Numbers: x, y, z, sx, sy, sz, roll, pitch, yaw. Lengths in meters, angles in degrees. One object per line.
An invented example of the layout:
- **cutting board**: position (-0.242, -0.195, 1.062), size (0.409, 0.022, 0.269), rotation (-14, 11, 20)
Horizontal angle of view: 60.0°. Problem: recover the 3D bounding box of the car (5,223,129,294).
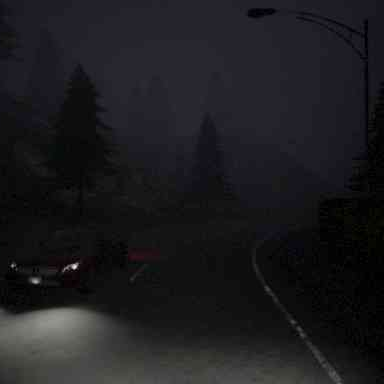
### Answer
- **car**: position (-3.100, 1.643, 9.349), size (1.812, 1.442, 4.674), rotation (0, -1, 5)
